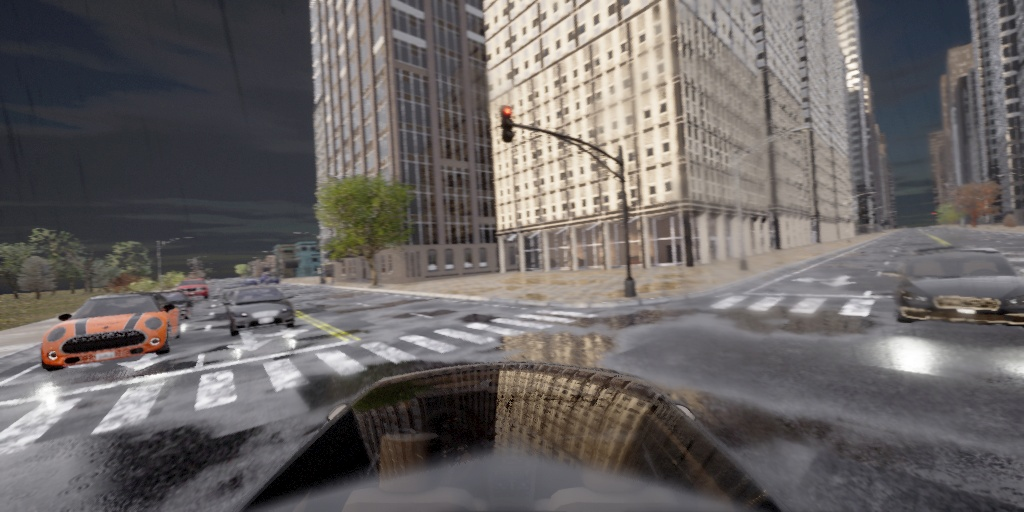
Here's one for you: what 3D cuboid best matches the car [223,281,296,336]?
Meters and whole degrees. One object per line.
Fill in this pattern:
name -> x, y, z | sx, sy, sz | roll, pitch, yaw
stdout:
car -> -9.565, 1.944, 13.578 | 2.128, 1.511, 4.902 | -3, -1, -39

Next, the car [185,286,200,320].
car -> -17.640, 2.547, 18.387 | 2.033, 1.411, 5.357 | -3, -1, -39

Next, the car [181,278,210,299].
car -> -30.935, 3.214, 34.855 | 2.150, 2.045, 5.566 | -3, -1, -39

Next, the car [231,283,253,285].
car -> -15.889, 2.526, 21.384 | 1.895, 1.301, 4.718 | -3, -1, -39

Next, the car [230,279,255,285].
car -> -24.881, 3.159, 32.513 | 1.994, 1.385, 4.181 | -3, -1, -39

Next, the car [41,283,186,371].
car -> -10.987, 1.854, 10.170 | 2.097, 1.767, 4.553 | -3, -1, -39

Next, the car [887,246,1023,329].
car -> 10.078, 0.585, 8.172 | 4.892, 1.490, 1.837 | -6, 1, -42
